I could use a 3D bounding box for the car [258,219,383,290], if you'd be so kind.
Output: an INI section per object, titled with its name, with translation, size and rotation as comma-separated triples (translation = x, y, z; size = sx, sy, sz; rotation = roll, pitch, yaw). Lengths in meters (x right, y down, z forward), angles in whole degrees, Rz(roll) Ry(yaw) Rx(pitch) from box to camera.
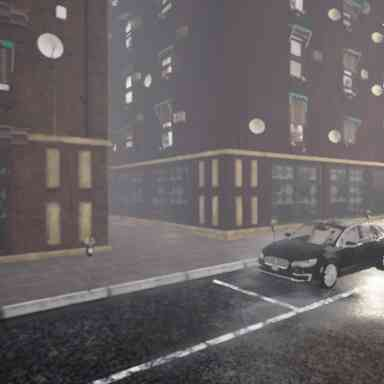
[car]
translation = 3.611, 1.410, 8.625
size = 4.403, 1.369, 2.008
rotation = -1, 1, -35
